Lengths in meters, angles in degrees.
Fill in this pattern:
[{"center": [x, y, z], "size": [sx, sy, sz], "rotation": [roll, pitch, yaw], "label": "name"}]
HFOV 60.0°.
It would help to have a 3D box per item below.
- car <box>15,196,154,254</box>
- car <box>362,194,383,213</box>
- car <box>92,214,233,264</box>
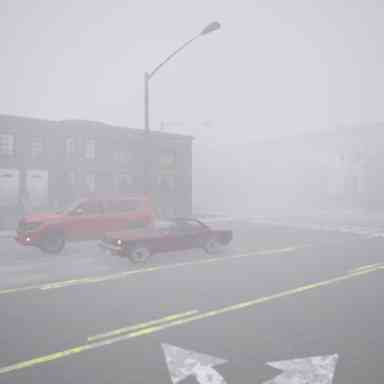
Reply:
[{"center": [-4.200, 1.220, 13.847], "size": [5.566, 2.045, 2.150], "rotation": [0, 0, -35], "label": "car"}, {"center": [20.270, 1.220, 34.336], "size": [2.150, 2.045, 5.566], "rotation": [1, 0, -15], "label": "car"}, {"center": [-0.860, 1.601, 11.927], "size": [4.718, 1.301, 1.895], "rotation": [0, 0, -35], "label": "car"}]
